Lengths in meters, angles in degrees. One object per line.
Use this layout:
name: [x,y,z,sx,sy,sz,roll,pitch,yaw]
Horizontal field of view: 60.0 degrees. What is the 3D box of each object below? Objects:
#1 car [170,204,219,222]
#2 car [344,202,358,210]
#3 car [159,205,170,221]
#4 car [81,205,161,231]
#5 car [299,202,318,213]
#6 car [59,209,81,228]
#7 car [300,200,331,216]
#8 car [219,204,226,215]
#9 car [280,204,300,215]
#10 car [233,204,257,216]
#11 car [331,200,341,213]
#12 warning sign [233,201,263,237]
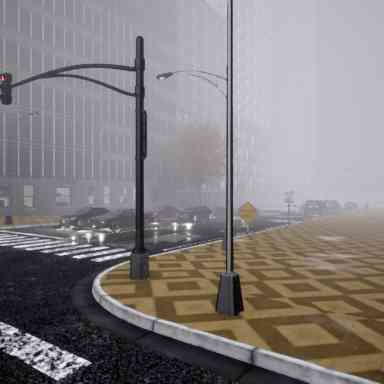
car: [0.335,2.003,31.697,1.837,1.490,4.892,0,-1,33]
car: [31.498,2.661,65.692,2.097,1.767,4.553,0,-1,33]
car: [-2.807,2.007,32.823,1.812,1.442,4.674,0,-1,33]
car: [-4.869,1.874,23.641,2.033,1.411,5.357,0,-1,33]
car: [19.193,2.506,54.725,1.882,1.535,5.008,0,-1,33]
car: [-7.736,1.844,25.179,1.812,1.442,4.674,0,-1,31]
car: [16.571,2.077,44.489,2.150,2.045,5.566,0,-1,33]
car: [2.871,2.232,41.608,1.994,1.385,4.181,0,-1,32]
car: [13.634,2.372,46.035,1.812,1.442,4.674,0,-1,33]
car: [6.632,2.232,41.424,1.812,1.442,4.674,0,-1,33]
car: [22.401,2.266,53.517,2.150,2.045,5.566,0,-1,33]
warning sign: [3.122,1.454,18.564,1.300,1.860,1.060,1,1,33]
